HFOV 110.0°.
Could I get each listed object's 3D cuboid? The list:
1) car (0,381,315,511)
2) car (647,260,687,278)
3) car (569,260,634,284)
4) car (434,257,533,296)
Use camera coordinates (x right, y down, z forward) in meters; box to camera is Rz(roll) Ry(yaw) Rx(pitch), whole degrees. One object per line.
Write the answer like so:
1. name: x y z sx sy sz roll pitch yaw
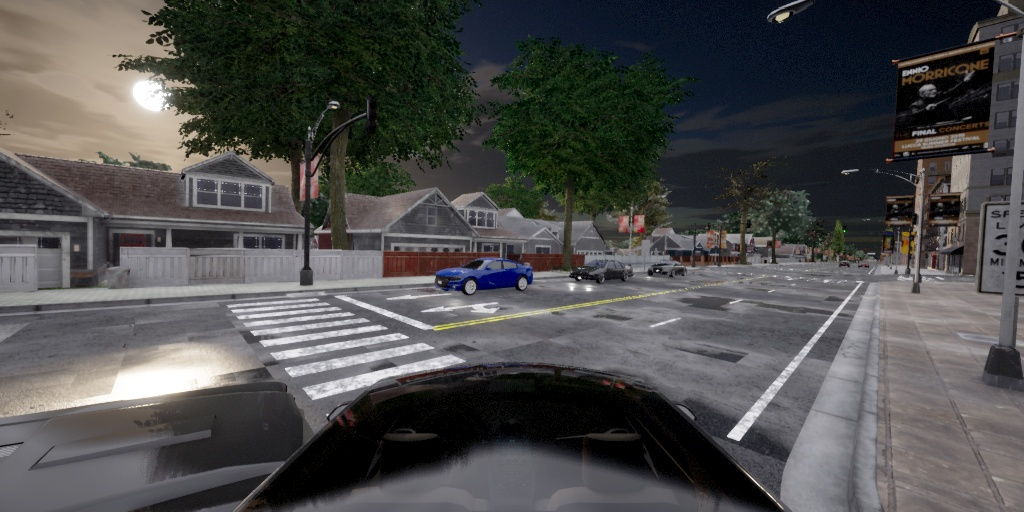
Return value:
1. car: -3.308 1.294 1.244 4.718 1.301 1.895 1 2 -34
2. car: 13.163 1.014 30.321 4.181 1.385 1.994 0 2 -45
3. car: 5.986 0.944 23.378 5.357 1.411 2.033 0 2 -44
4. car: -1.159 0.825 16.437 5.008 1.535 1.882 0 2 -44
